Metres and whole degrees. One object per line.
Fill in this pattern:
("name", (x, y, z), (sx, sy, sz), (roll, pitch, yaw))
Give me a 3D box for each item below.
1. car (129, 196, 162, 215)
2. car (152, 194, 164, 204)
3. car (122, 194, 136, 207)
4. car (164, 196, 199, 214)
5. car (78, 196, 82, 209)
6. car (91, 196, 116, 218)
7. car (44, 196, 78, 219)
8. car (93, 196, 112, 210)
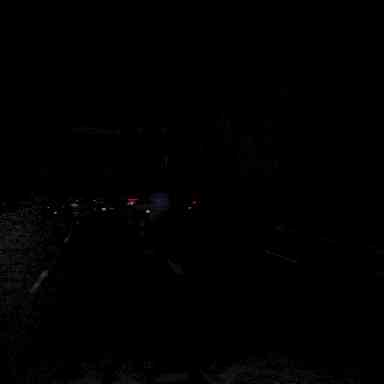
("car", (-4.212, 1.296, 29.461), (1.895, 1.301, 4.718), (-1, 1, -15))
("car", (-4.601, 1.038, 44.054), (1.812, 1.442, 4.674), (-1, 1, -15))
("car", (-7.947, 1.096, 43.037), (1.837, 1.490, 4.892), (-1, 1, -15))
("car", (-0.810, 1.109, 30.272), (2.128, 1.511, 4.902), (-1, 1, -15))
("car", (-14.676, 1.240, 41.117), (2.128, 1.511, 4.902), (-1, 1, -15))
("car", (-7.329, 1.330, 27.575), (2.033, 1.411, 5.357), (-1, 1, -15))
("car", (-10.906, 1.345, 27.401), (2.128, 1.511, 4.902), (-1, 1, -15))
("car", (-10.782, 1.234, 40.107), (2.033, 1.411, 5.357), (-1, 1, -15))
